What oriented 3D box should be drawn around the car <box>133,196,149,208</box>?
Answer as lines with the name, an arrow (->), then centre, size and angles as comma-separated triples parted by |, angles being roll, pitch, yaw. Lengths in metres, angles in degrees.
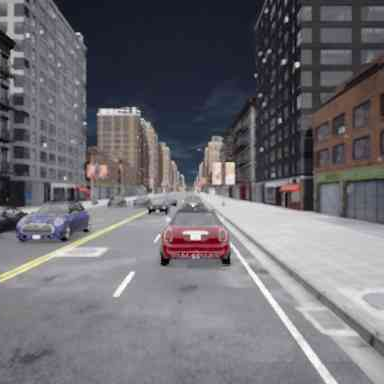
car -> -6.521, 1.307, 43.722 | 1.837, 1.490, 4.892 | 0, 0, 1

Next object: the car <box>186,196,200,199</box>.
car -> 0.103, 1.205, 31.916 | 2.097, 1.767, 4.553 | 0, 0, 0

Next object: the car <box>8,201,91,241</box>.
car -> -6.493, 1.278, 16.113 | 2.097, 1.767, 4.553 | 0, 0, 0

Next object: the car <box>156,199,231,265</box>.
car -> 0.106, 1.297, 11.621 | 2.097, 1.767, 4.553 | 0, 0, 0

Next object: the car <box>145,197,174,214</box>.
car -> -3.136, 1.451, 32.616 | 1.895, 1.301, 4.718 | 0, 0, 0

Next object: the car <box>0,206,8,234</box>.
car -> -9.743, 1.450, 16.502 | 1.812, 1.442, 4.674 | 0, 0, 0

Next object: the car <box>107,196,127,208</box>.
car -> -9.772, 1.307, 43.733 | 1.837, 1.490, 4.892 | 0, 0, 1

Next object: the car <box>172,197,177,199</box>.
car -> -3.130, 1.345, 48.144 | 1.994, 1.385, 4.181 | 0, 0, 0
